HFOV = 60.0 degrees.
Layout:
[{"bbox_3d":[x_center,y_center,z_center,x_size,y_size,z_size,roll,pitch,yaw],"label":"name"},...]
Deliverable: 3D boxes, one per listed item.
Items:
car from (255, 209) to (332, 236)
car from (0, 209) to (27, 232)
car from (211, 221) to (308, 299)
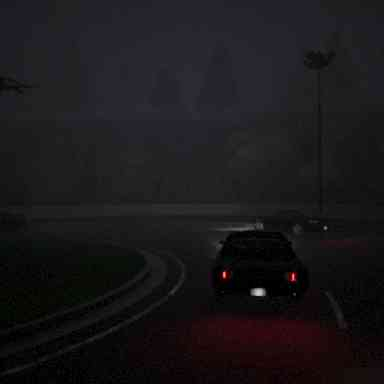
[{"bbox_3d":[5.546,1.659,18.801,1.812,1.442,4.674,0,-1,-32],"label":"car"},{"bbox_3d":[-13.421,1.845,21.769,4.674,1.442,1.812,0,-1,-20],"label":"car"},{"bbox_3d":[1.647,1.672,8.651,1.895,1.301,4.718,0,-1,9],"label":"car"}]
